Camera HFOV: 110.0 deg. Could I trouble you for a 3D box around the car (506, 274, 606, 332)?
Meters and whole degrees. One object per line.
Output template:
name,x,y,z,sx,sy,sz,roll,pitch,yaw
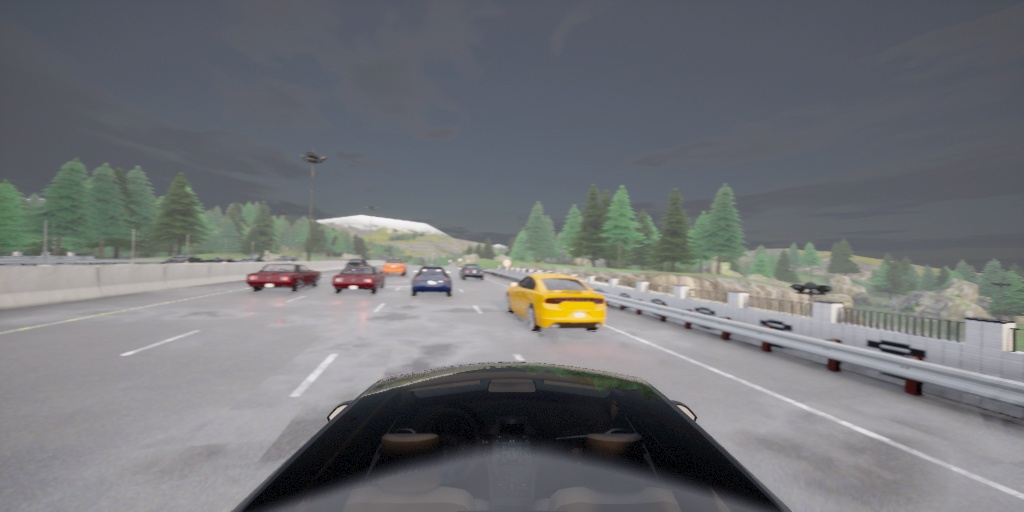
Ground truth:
car,1.118,1.289,11.251,1.882,1.535,5.008,2,0,-13

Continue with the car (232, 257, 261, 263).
car,-31.457,0.764,43.581,1.994,1.385,4.181,2,-1,-13

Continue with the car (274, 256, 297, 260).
car,-28.042,0.786,44.354,2.128,1.511,4.902,2,-1,-13

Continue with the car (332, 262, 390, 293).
car,-7.716,1.150,18.528,1.895,1.301,4.718,2,-1,-13

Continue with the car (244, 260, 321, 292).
car,-11.181,1.024,17.994,1.895,1.301,4.718,2,-1,-13

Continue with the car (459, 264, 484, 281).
car,-3.691,1.419,32.376,2.033,1.411,5.357,2,-1,-13

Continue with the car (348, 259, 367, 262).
car,-15.136,1.051,35.390,1.837,1.490,4.892,2,-1,-13

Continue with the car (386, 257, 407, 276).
car,-11.653,1.021,35.874,2.097,1.767,4.553,2,-1,-13

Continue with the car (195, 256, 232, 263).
car,-34.862,0.673,42.776,1.895,1.301,4.718,2,-1,-13

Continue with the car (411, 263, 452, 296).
car,-4.203,1.238,18.859,1.994,1.385,4.181,2,-1,-13

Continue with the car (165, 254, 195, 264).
car,-38.278,0.496,42.031,1.994,1.385,4.181,2,-1,-13
